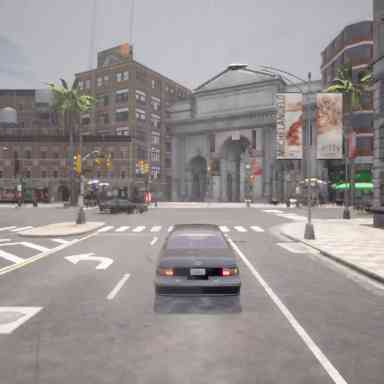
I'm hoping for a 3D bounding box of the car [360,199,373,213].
[{"bbox_3d":[20.295,1.477,33.833,5.008,1.535,1.882,0,0,1],"label":"car"}]

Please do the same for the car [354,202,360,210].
[{"bbox_3d":[22.274,1.564,40.989,4.181,1.385,1.994,0,0,0],"label":"car"}]

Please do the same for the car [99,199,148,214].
[{"bbox_3d":[-6.986,1.505,34.095,4.892,1.490,1.837,0,0,1],"label":"car"}]

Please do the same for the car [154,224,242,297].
[{"bbox_3d":[0.110,1.547,8.762,2.033,1.411,5.357,0,0,0],"label":"car"}]
